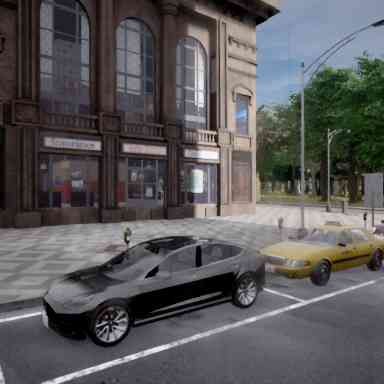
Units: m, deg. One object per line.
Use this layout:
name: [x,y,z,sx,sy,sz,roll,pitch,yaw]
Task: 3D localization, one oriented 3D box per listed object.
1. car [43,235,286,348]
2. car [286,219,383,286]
car: [-0.459,1.566,6.324,4.313,1.339,1.947,0,0,-36]
car: [3.829,1.525,9.384,4.829,1.417,1.752,0,0,-36]
